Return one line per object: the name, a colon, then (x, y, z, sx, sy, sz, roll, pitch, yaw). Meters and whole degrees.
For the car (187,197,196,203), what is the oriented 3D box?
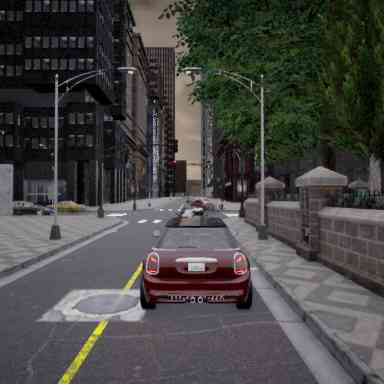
car: (-0.154, 1.720, 72.056, 1.994, 1.385, 4.181, 0, 0, 0)

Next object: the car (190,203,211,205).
car: (0.044, 1.541, 18.172, 1.812, 1.442, 4.674, 0, 0, 0)

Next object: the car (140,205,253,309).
car: (0.075, 1.357, 8.046, 2.097, 1.767, 4.553, 0, 0, 0)

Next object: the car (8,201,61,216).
car: (-14.726, 1.518, 30.088, 4.403, 1.369, 2.008, 0, -1, 0)

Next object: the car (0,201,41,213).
car: (-20.226, 1.709, 38.625, 4.403, 1.369, 2.008, 0, -1, 0)

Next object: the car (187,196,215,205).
car: (1.264, 1.600, 40.218, 1.812, 1.442, 4.674, 0, 1, -24)

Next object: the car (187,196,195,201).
car: (-0.270, 1.781, 91.664, 2.128, 1.511, 4.902, 0, 0, 0)

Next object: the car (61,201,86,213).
car: (-14.883, 1.676, 38.612, 4.829, 1.417, 1.752, 0, -1, 0)
